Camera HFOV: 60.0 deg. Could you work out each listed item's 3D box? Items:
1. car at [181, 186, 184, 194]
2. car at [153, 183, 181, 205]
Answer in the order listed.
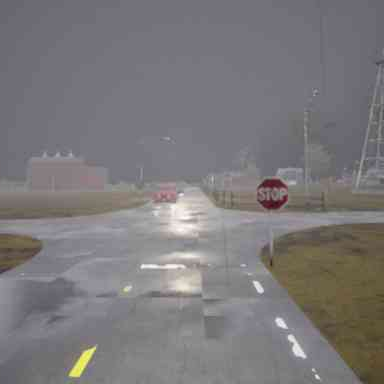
[{"bbox_3d":[-2.452,-0.377,58.458,1.837,1.490,4.892,0,4,0],"label":"car"},{"bbox_3d":[-2.582,0.216,33.341,2.150,2.045,5.566,0,3,0],"label":"car"}]
